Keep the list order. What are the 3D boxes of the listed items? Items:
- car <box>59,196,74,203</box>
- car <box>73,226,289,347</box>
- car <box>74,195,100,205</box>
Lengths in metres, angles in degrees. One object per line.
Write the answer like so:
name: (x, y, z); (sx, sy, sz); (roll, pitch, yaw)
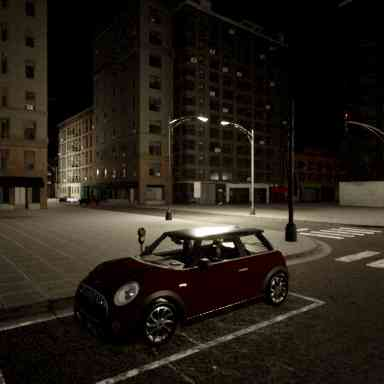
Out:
car: (-22.165, 1.274, 59.248); (1.895, 1.301, 4.718); (0, 0, -39)
car: (-0.052, 1.440, 6.265); (4.097, 1.590, 1.967); (0, 0, -38)
car: (-15.842, 1.220, 51.149); (2.128, 1.511, 4.902); (0, 0, -38)
